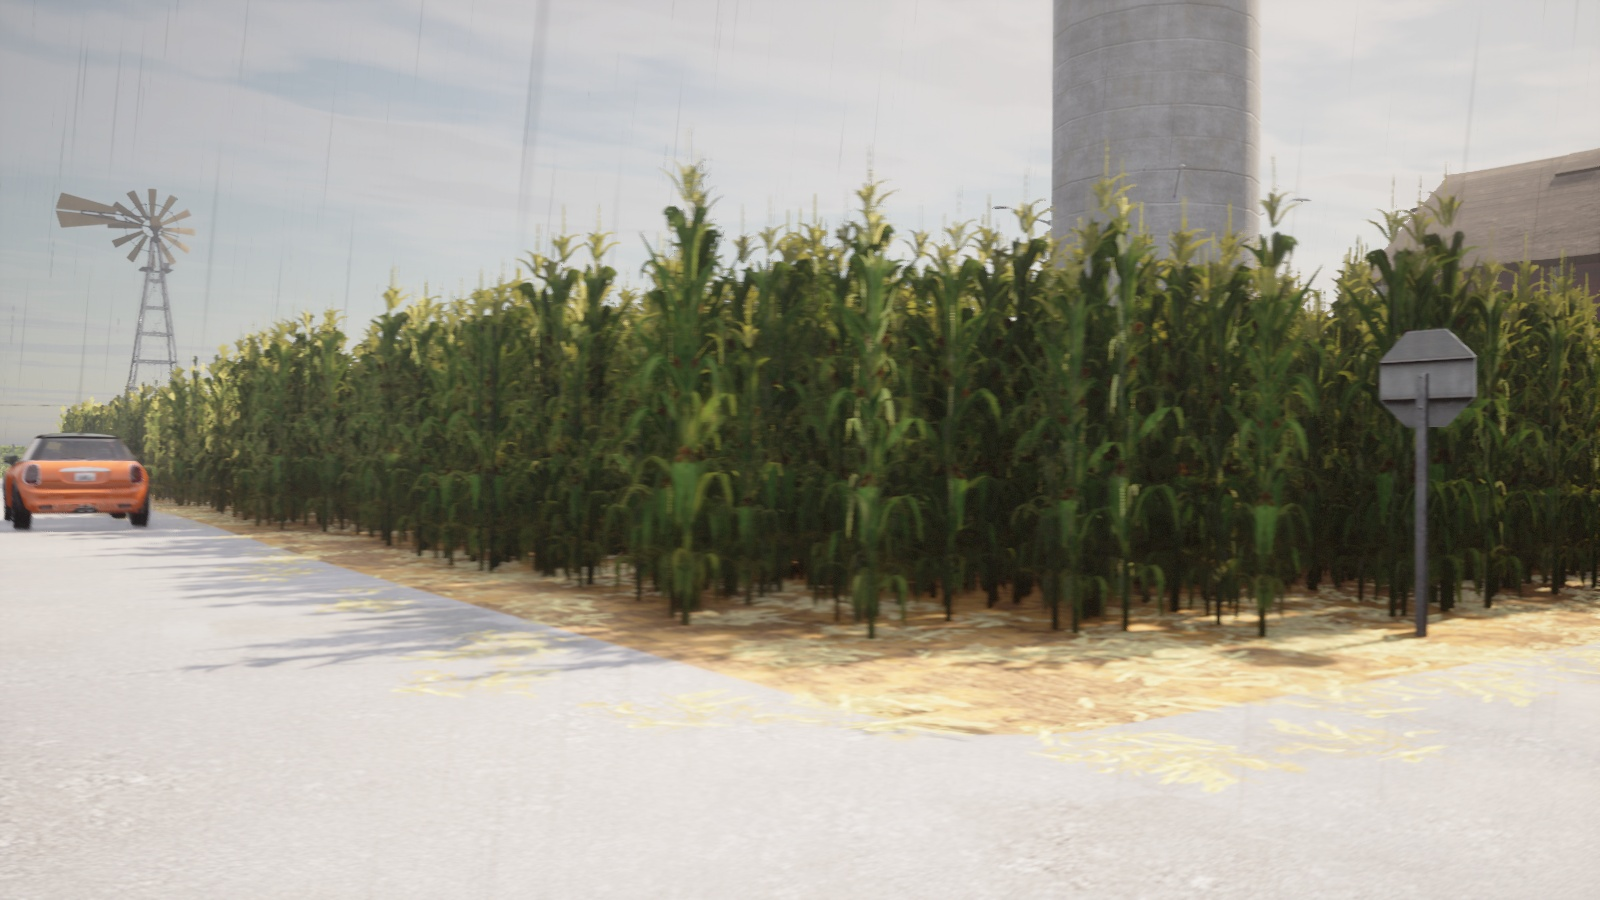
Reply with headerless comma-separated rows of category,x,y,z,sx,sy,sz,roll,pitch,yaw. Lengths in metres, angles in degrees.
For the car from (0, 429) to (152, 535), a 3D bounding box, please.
car,-13.619,0.541,23.471,2.097,1.767,4.553,0,0,-35
